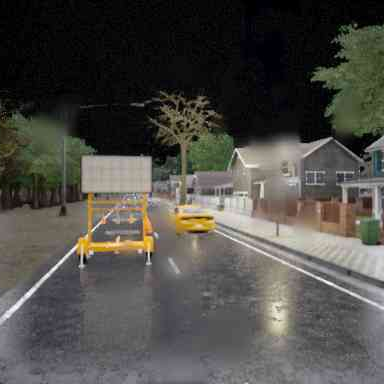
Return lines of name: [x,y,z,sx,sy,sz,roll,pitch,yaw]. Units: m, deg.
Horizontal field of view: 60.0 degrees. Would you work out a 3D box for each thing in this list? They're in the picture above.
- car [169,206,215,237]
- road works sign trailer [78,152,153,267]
car: [-0.139,1.476,18.220,1.882,1.535,5.008,0,0,-10]
road works sign trailer: [-2.569,0.463,11.493,2.380,3.560,2.880,0,0,-10]
